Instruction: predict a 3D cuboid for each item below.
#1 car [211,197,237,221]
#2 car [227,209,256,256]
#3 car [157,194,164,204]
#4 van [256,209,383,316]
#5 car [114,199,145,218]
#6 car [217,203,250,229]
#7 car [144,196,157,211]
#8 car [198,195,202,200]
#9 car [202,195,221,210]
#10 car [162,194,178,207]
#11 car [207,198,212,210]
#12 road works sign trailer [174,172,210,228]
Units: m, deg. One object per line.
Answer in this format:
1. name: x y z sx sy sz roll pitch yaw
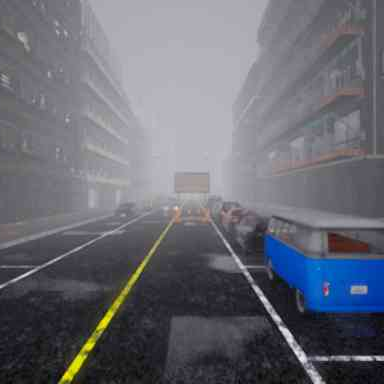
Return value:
1. car: 2.688 1.421 24.118 1.967 1.590 4.097 0 0 0
2. car: 2.689 1.557 12.845 1.947 1.339 4.313 0 0 0
3. car: -5.699 1.384 57.939 1.967 1.590 4.097 0 0 0
4. van: 2.692 1.336 7.208 1.690 1.788 3.998 0 0 0
5. car: -5.694 1.541 29.755 1.947 1.339 4.313 0 0 0
6. car: 2.689 1.531 18.481 1.887 1.381 4.507 0 0 0
7. car: -5.696 1.489 40.858 1.752 1.417 4.829 0 0 0
8. car: 2.676 1.426 91.924 1.752 1.417 4.829 0 0 0
9. car: 2.686 1.279 41.027 2.192 1.841 5.009 0 0 0
10. car: -3.090 1.479 50.199 1.812 1.442 4.674 0 0 0
11. car: 2.687 1.527 29.753 2.008 1.369 4.403 0 0 0
12. road works sign trailer: -0.004 0.447 22.249 2.380 3.560 2.880 0 0 0
